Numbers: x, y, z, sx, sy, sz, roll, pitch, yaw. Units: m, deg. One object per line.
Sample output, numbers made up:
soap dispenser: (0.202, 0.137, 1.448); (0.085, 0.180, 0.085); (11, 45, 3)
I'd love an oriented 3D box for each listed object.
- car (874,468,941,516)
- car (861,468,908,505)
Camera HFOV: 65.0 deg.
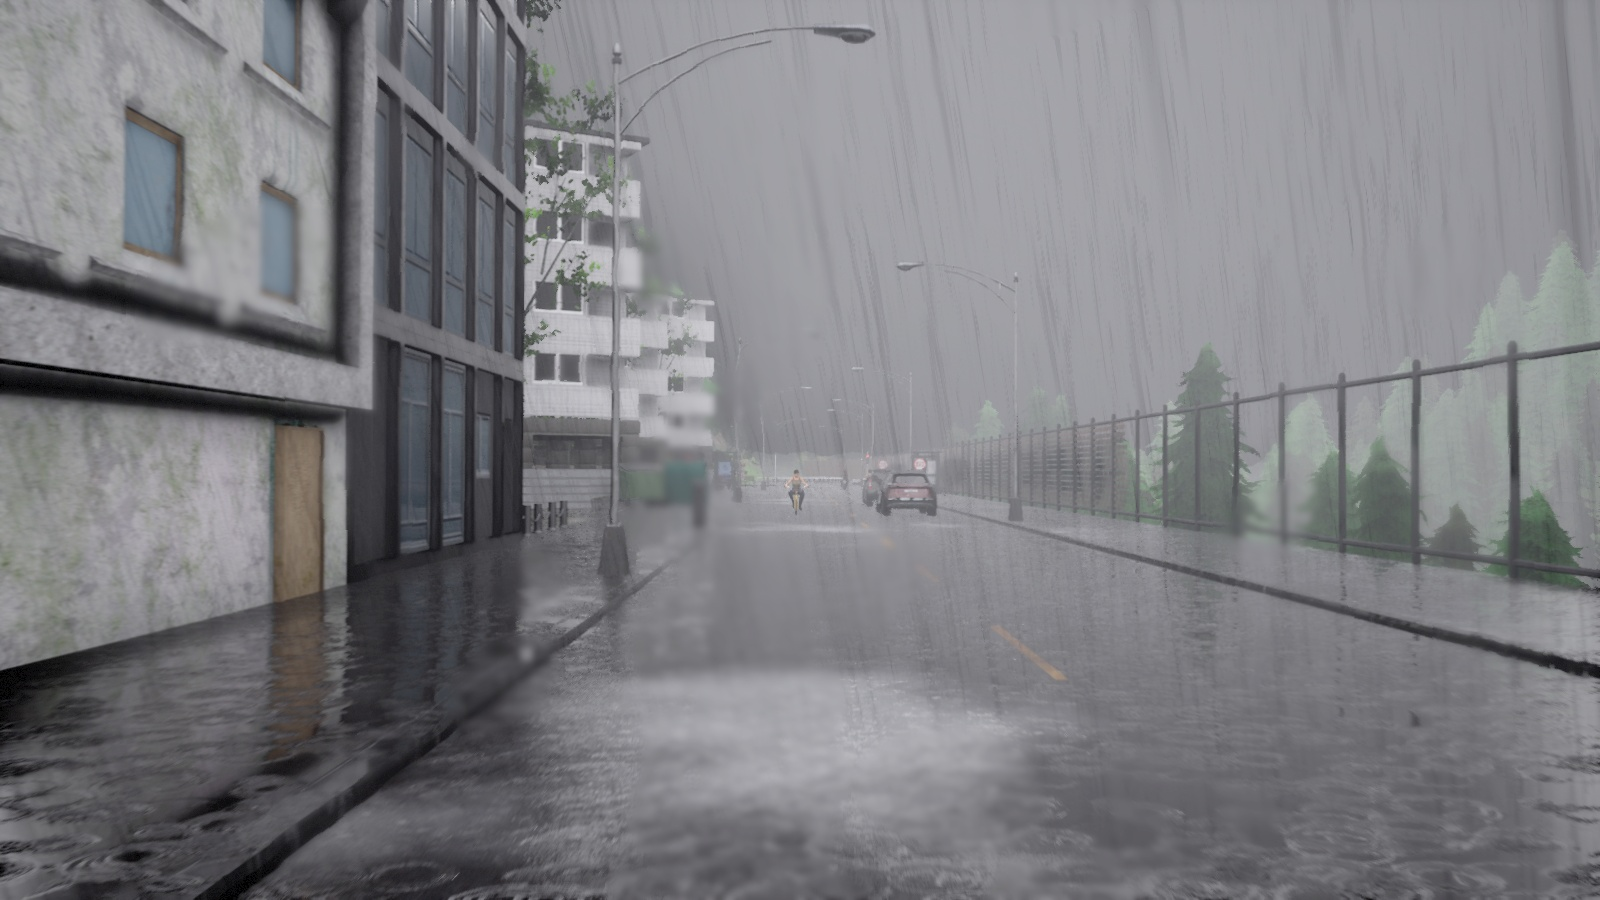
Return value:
car: (3.880, 1.503, 46.226); (2.033, 1.649, 4.856); (0, -1, 0)
car: (3.851, 1.663, 57.674); (1.851, 1.617, 3.988); (0, -1, 0)
